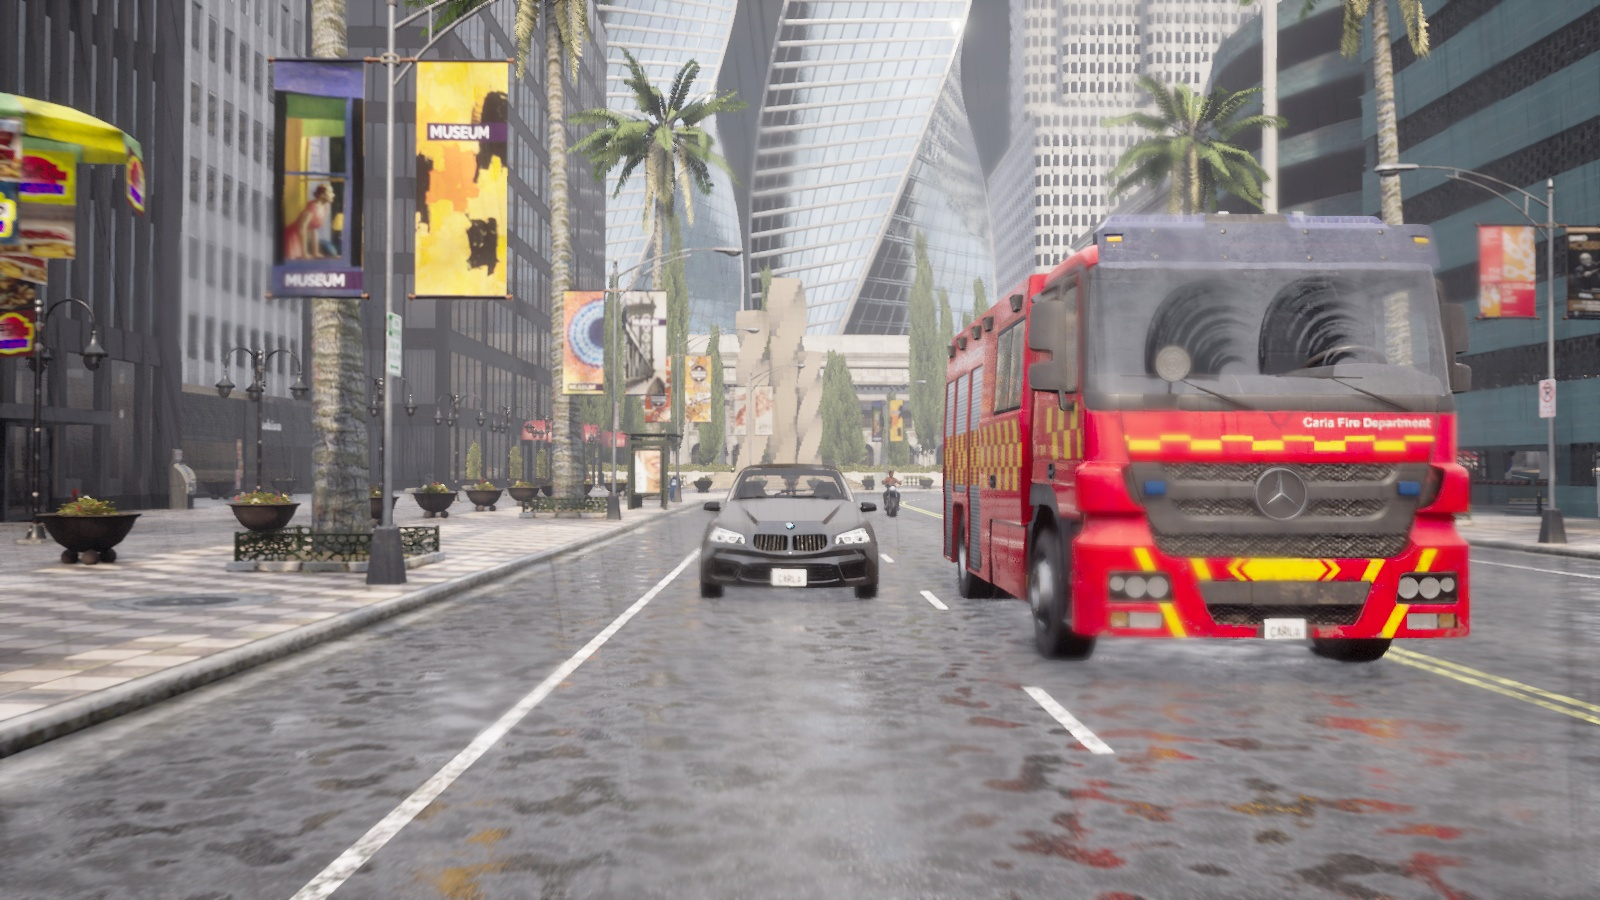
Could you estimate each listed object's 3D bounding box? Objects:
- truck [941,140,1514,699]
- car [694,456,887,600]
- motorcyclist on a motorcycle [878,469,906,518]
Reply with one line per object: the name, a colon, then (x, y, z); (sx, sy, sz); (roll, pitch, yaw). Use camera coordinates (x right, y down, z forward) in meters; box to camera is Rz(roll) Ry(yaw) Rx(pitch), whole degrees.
truck: (3.402, -0.147, 12.854); (2.891, 3.827, 8.468); (0, -1, 0)
car: (-0.126, 0.945, 16.916); (2.242, 1.667, 4.611); (0, -1, 0)
motorcyclist on a motorcycle: (3.186, 1.489, 43.664); (0.766, 1.649, 2.350); (0, -1, 0)
